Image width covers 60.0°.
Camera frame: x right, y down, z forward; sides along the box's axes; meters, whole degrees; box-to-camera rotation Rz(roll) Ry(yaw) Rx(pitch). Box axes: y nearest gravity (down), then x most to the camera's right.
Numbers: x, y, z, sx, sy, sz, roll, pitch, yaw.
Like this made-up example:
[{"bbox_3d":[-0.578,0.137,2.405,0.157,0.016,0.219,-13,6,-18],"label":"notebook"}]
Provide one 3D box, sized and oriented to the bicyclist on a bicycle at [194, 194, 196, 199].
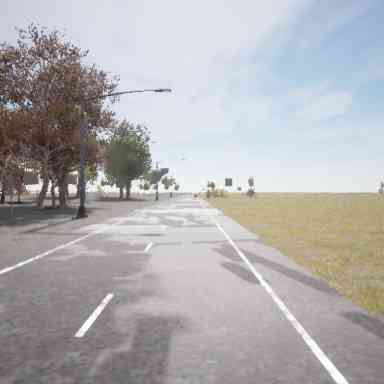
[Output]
[{"bbox_3d":[0.987,1.406,95.478,0.659,1.776,1.843,2,1,0],"label":"bicyclist on a bicycle"}]
